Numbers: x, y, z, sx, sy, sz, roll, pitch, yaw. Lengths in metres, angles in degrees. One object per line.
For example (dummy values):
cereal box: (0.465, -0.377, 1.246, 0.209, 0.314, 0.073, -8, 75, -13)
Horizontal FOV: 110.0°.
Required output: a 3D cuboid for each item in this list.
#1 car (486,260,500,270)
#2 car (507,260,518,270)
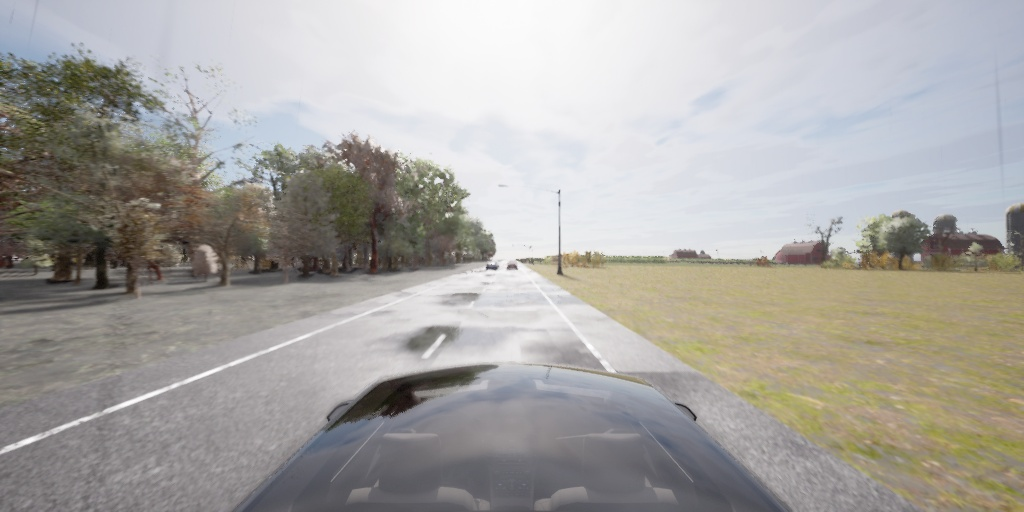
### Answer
car: (-3.452, 1.675, 61.817, 1.994, 1.385, 4.181, 0, 0, 0)
car: (0.048, 1.639, 61.814, 1.812, 1.442, 4.674, 0, 0, 0)
